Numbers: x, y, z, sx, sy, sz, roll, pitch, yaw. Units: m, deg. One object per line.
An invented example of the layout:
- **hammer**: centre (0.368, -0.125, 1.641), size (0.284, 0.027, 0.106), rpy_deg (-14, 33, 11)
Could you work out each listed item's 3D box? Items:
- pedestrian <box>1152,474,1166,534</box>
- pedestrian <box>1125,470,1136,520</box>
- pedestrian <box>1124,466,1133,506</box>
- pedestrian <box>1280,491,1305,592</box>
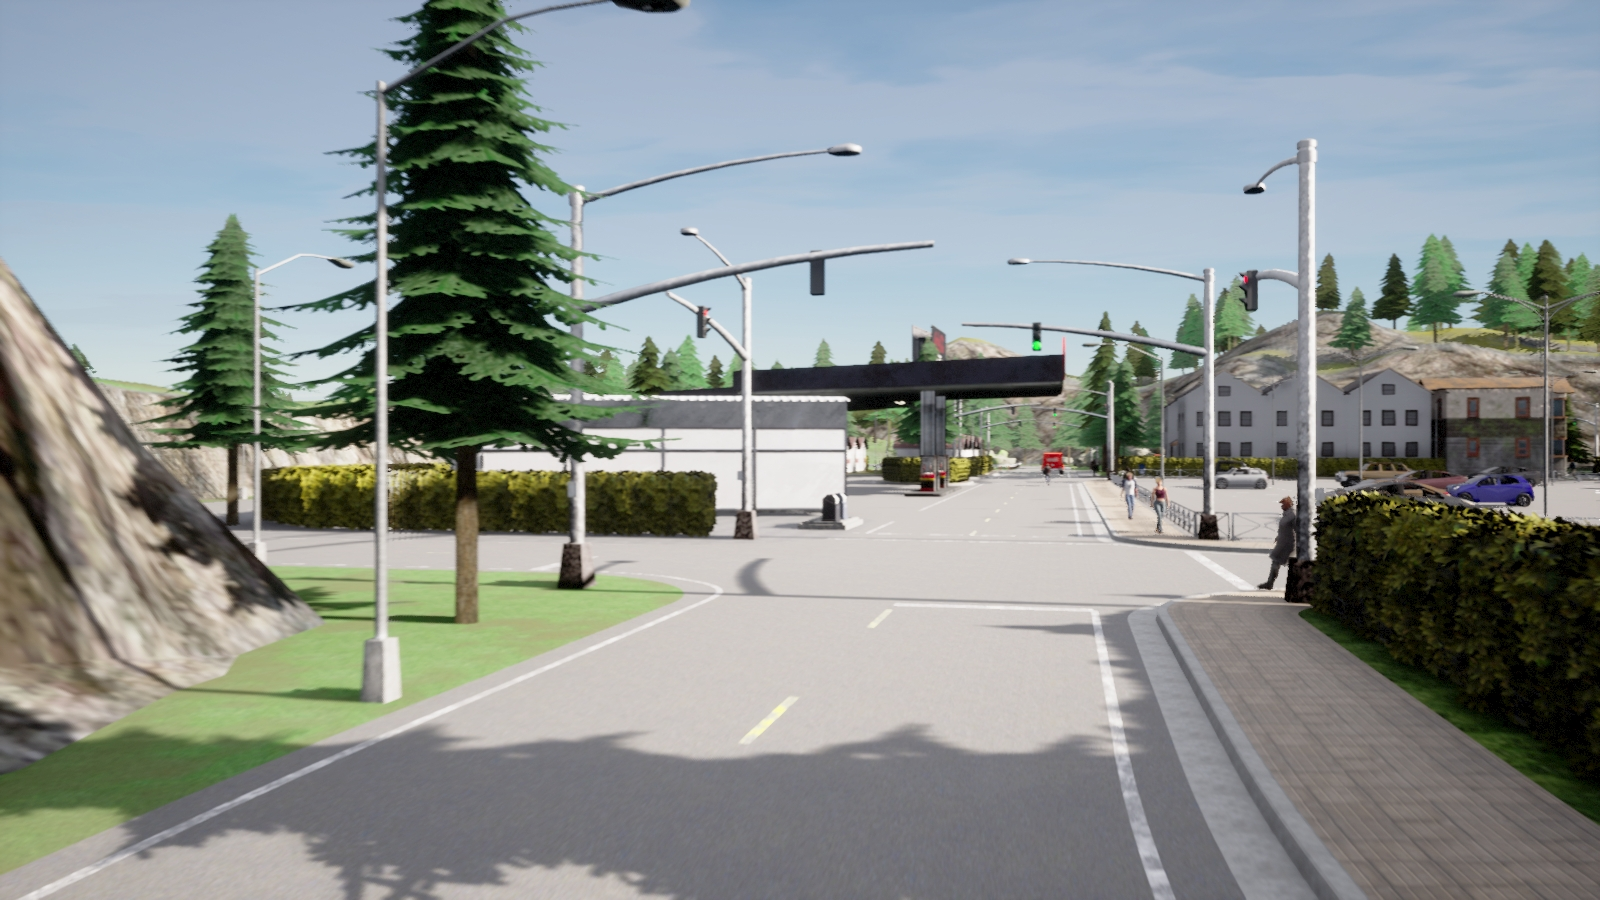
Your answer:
- **pedestrian**: centre (11.365, 1.698, 36.167), size (0.375, 1.860, 0.375), rpy_deg (0, 0, 9)
- **pedestrian**: centre (12.464, 1.699, 43.083), size (0.375, 1.860, 0.375), rpy_deg (0, 0, 8)
- **pedestrian**: centre (15.414, 1.699, 53.602), size (0.375, 1.860, 0.375), rpy_deg (0, 0, 12)
- **pedestrian**: centre (9.212, 1.697, 21.391), size (0.375, 1.860, 0.375), rpy_deg (0, 0, 14)
